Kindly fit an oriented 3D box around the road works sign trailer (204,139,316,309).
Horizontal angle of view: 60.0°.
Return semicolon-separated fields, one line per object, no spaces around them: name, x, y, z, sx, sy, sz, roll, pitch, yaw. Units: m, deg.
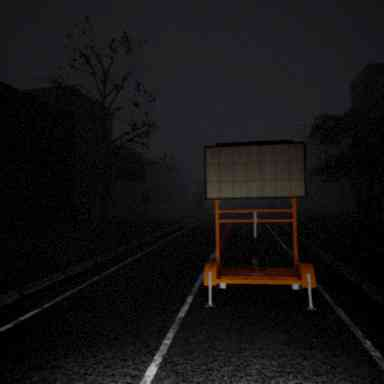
road works sign trailer;1.535;0.571;8.127;2.380;3.560;2.880;-1;-1;9
